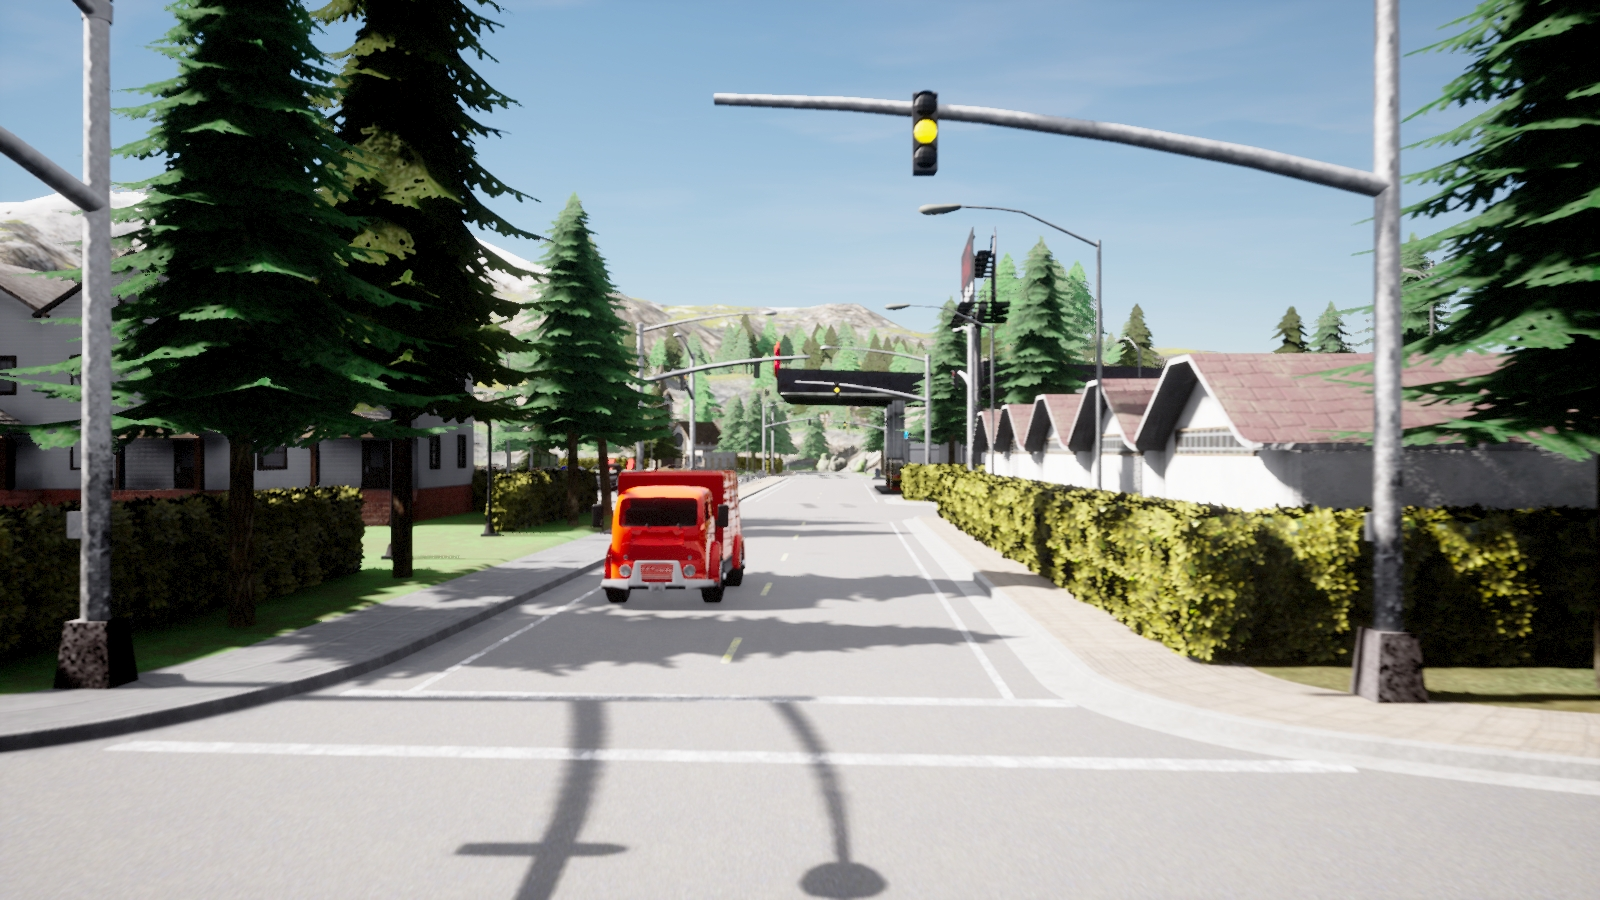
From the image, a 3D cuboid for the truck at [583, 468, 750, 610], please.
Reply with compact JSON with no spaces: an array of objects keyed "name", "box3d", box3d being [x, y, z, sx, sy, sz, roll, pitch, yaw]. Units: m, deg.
[{"name":"truck","box3d":[-2.499,1.633,23.014,2.627,2.467,5.204,0,0,1]}]
